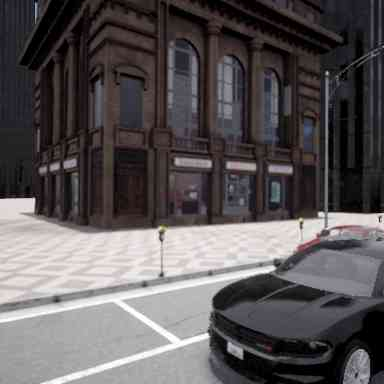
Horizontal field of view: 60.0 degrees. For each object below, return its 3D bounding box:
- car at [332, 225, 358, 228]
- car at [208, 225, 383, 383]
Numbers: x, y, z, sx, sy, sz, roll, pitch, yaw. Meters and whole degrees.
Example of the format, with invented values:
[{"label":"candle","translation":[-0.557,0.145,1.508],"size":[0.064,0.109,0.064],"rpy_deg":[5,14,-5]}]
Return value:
[{"label":"car","translation":[4.866,1.680,10.127],"size":[4.206,1.307,1.802],"rpy_deg":[1,0,-36]},{"label":"car","translation":[2.516,1.527,5.178],"size":[5.008,1.535,1.882],"rpy_deg":[1,0,-36]}]
